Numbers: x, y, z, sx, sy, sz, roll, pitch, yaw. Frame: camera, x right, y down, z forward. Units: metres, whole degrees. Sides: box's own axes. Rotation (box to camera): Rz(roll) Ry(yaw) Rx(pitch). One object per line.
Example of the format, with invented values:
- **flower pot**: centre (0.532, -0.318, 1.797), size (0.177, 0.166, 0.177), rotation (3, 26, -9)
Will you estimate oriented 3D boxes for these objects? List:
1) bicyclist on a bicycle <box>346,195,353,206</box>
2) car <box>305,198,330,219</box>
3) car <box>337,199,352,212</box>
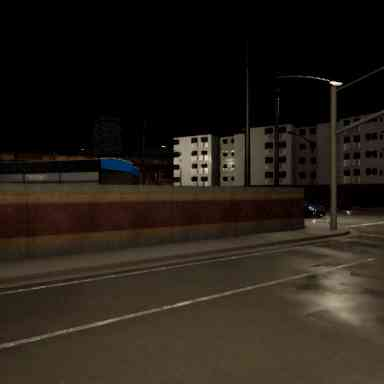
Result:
- **bicyclist on a bicycle**: centre (22.109, 1.300, 46.637), size (1.656, 1.620, 0.582), rotation (0, 0, -35)
- **car**: centre (9.538, 1.352, 29.564), size (2.097, 1.767, 4.553), rotation (0, 0, -33)
- **car**: centre (16.046, 1.477, 38.986), size (1.882, 1.535, 5.008), rotation (0, 0, -35)
